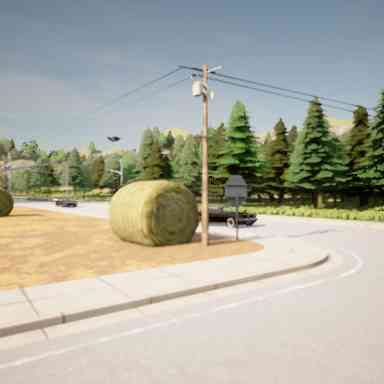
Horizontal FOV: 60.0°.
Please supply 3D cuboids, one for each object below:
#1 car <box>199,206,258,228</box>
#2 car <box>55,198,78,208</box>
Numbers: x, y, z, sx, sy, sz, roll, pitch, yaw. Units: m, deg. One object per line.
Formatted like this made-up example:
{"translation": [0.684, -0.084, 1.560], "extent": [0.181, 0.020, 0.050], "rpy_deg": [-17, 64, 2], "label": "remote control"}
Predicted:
{"translation": [2.186, 1.615, 22.616], "extent": [1.895, 1.301, 4.718], "rpy_deg": [0, 0, -38], "label": "car"}
{"translation": [-18.658, 1.563, 49.187], "extent": [2.033, 1.411, 5.357], "rpy_deg": [0, 0, -38], "label": "car"}
